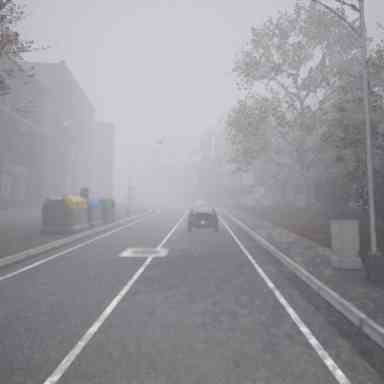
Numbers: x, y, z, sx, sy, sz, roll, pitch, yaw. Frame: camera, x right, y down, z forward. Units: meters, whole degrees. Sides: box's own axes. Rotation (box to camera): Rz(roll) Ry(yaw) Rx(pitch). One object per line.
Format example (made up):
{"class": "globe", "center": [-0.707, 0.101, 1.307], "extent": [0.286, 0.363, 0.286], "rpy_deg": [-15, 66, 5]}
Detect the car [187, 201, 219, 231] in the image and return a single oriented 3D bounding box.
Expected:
{"class": "car", "center": [0.708, 1.608, 21.592], "extent": [1.882, 1.535, 5.008], "rpy_deg": [0, 0, 2]}
